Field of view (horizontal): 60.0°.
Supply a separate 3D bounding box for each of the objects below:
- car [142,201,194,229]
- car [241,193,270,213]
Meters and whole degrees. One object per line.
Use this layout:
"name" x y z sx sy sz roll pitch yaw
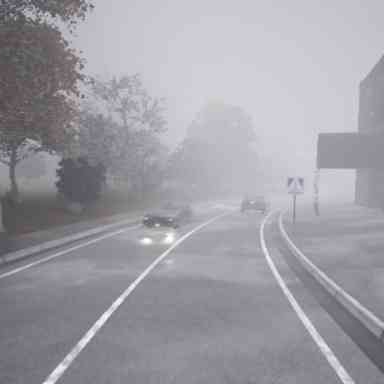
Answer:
"car" -1.205 1.271 19.778 2.033 1.411 5.357 1 1 13
"car" 5.911 0.896 30.567 2.097 1.767 4.553 2 2 19
